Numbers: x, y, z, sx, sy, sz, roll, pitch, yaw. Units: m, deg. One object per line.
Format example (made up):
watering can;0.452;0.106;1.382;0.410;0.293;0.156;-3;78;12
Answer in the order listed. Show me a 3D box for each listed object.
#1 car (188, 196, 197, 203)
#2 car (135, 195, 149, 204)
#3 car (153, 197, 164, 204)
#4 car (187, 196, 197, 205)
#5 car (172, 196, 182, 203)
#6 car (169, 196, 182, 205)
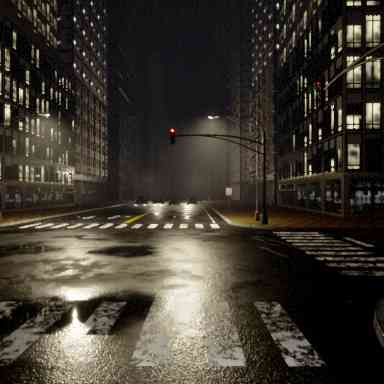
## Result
car;0.075;1.583;70.588;1.895;1.301;4.718;0;0;0
car;-9.682;1.468;64.349;2.097;1.767;4.553;0;0;0
car;-6.432;1.680;64.315;1.994;1.385;4.181;0;0;0
car;0.064;1.648;60.140;2.033;1.411;5.357;0;0;0
car;-3.176;1.523;70.145;1.994;1.385;4.181;0;0;0
car;-3.187;1.647;59.727;2.033;1.411;5.357;0;0;0
